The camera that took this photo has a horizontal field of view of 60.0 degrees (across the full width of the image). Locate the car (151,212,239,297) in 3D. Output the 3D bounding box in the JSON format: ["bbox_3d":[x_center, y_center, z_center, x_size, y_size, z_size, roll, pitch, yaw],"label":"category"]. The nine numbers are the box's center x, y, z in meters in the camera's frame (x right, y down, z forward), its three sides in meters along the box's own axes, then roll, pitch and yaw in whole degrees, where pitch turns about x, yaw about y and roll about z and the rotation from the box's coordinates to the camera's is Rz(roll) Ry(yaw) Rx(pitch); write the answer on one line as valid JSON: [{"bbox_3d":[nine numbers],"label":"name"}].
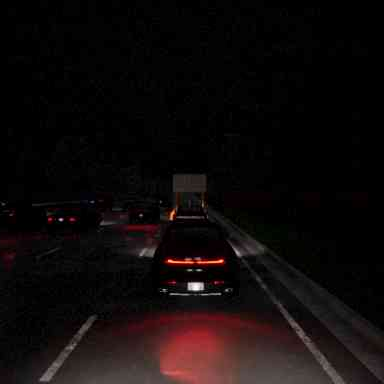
[{"bbox_3d":[0.054,1.505,8.590,1.837,1.490,4.892,0,0,0],"label":"car"}]

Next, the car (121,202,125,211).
[{"bbox_3d":[-7.184,1.528,39.840,1.812,1.442,4.674,0,0,-1],"label":"car"}]

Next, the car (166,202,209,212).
[{"bbox_3d":[-0.044,1.489,18.976,2.128,1.511,4.902,1,0,1],"label":"car"}]

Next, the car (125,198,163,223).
[{"bbox_3d":[-3.575,1.479,25.637,1.882,1.535,5.008,0,0,0],"label":"car"}]

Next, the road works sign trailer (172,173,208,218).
[{"bbox_3d":[-0.169,0.466,22.847,2.380,3.560,2.880,0,0,-3],"label":"road works sign trailer"}]

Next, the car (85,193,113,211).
[{"bbox_3d":[-10.680,1.215,38.381,2.150,2.045,5.566,0,-1,0],"label":"car"}]

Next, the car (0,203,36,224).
[{"bbox_3d":[-14.076,1.602,25.687,1.895,1.301,4.718,0,0,0],"label":"car"}]

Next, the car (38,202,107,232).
[{"bbox_3d":[-7.032,1.548,20.290,2.033,1.411,5.357,0,0,0],"label":"car"}]

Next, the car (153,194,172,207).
[{"bbox_3d":[-3.704,1.223,41.649,2.150,2.045,5.566,0,0,-1],"label":"car"}]

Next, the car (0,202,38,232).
[{"bbox_3d":[-10.531,1.353,20.011,2.097,1.767,4.553,0,0,0],"label":"car"}]
